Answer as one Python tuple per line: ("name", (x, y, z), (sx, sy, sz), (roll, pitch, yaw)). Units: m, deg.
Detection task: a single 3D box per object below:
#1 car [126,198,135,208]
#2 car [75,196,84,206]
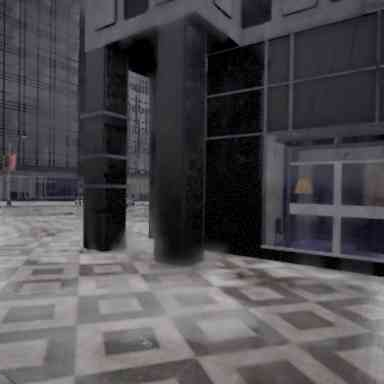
("car", (-9.657, 1.254, 41.809), (2.033, 1.411, 5.357), (1, 0, 36))
("car", (-12.434, 0.868, 43.500), (2.150, 2.045, 5.566), (1, 0, 36))
